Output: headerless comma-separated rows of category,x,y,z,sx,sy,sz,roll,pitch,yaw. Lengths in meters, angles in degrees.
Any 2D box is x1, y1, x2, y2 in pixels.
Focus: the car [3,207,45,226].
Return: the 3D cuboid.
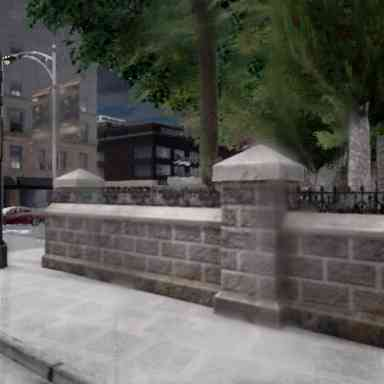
car,-11.819,1.640,21.880,1.802,1.307,4.206,0,0,38
